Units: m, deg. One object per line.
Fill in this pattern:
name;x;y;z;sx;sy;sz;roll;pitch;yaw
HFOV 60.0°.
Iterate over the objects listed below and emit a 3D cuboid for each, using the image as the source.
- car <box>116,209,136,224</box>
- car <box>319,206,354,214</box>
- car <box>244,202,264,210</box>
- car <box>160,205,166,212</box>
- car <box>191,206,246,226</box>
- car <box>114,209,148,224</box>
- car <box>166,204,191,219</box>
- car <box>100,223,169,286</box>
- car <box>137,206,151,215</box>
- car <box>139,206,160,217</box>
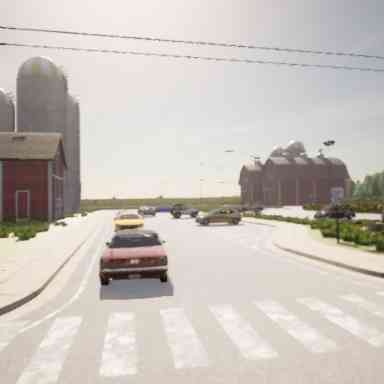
car;-7.350;2.678;36.916;2.033;1.411;5.357;-1;-2;-12
car;14.736;2.135;34.310;3.905;1.438;1.784;-1;-2;-12
car;9.881;2.599;56.255;4.605;1.855;1.932;-1;-2;-12
car;-5.993;3.378;67.191;4.611;1.667;2.242;-1;-2;-12
car;2.403;2.269;30.461;4.193;1.474;1.816;-1;-2;-12
car;-4.476;2.202;23.694;1.882;1.535;5.008;-1;-2;-12
car;-0.961;2.487;43.529;3.866;1.878;1.905;-1;-2;-12
car;-1.788;1.930;10.740;1.895;1.301;4.718;-1;-1;-8
car;-8.763;3.328;60.598;2.033;1.411;5.357;-1;-2;-12
car;-6.550;2.962;50.484;2.128;1.511;4.902;-1;-2;-12
